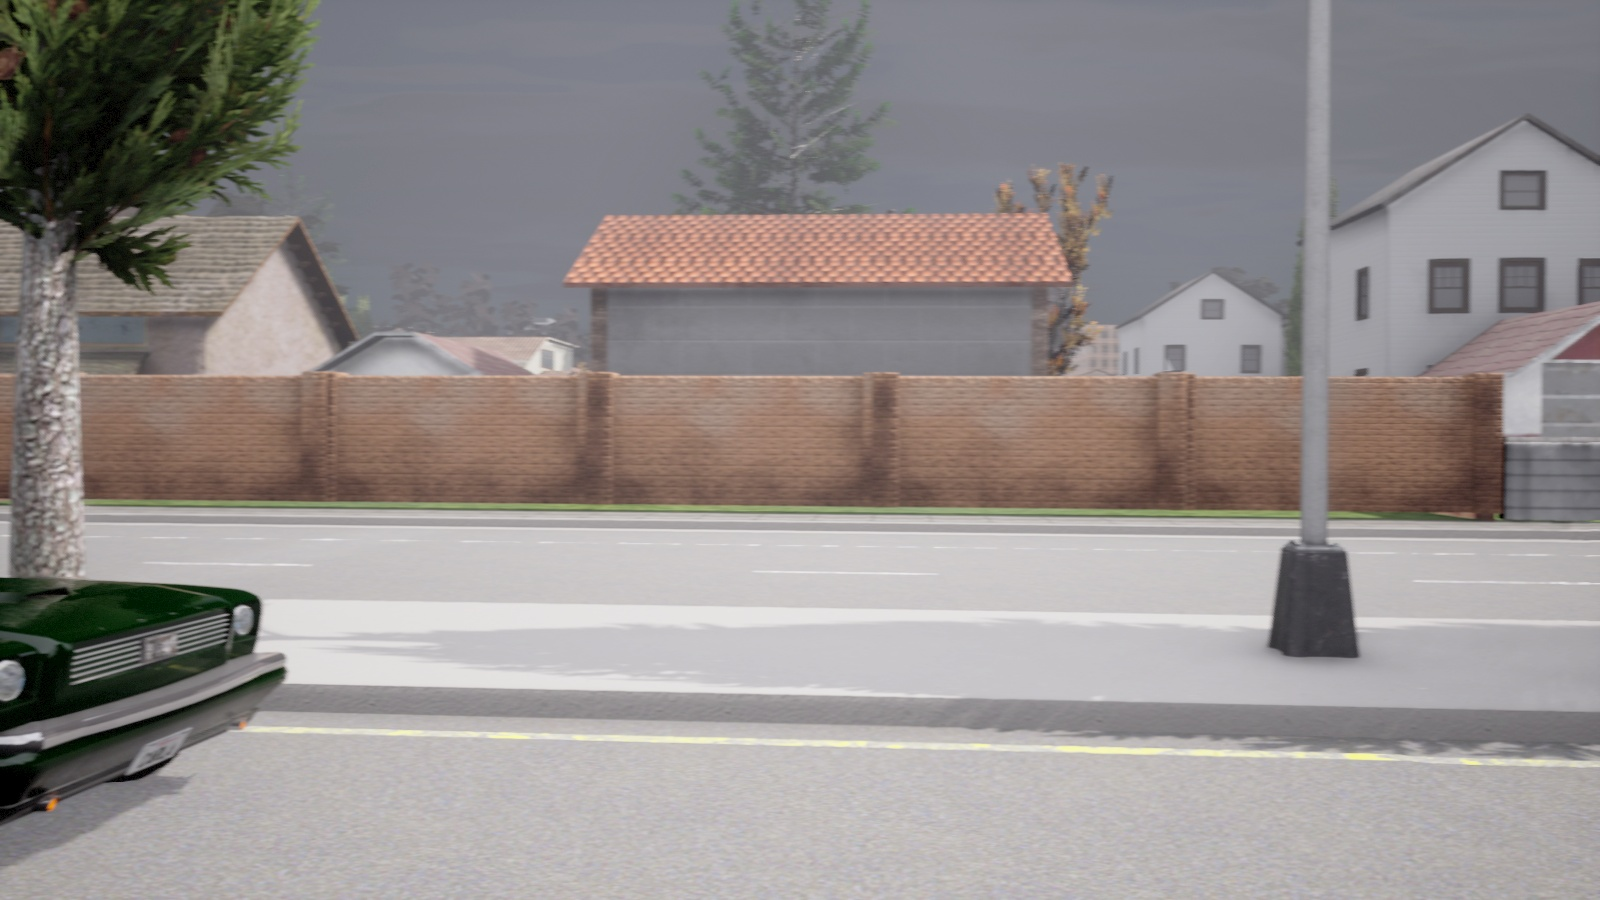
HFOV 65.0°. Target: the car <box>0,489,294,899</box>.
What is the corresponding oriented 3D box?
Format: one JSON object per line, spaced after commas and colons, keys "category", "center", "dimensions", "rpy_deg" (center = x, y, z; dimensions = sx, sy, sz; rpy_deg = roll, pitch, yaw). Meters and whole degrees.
{"category": "car", "center": [-4.676, 0.827, 4.814], "dimensions": [4.718, 1.301, 1.895], "rpy_deg": [0, 0, 4]}
